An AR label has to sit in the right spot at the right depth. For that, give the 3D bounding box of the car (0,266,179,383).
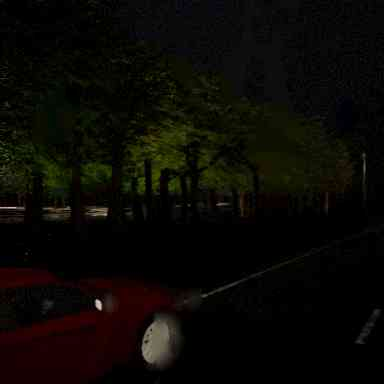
[{"bbox_3d":[-2.190,1.617,3.830,1.882,1.535,5.008,-2,-2,37],"label":"car"}]
